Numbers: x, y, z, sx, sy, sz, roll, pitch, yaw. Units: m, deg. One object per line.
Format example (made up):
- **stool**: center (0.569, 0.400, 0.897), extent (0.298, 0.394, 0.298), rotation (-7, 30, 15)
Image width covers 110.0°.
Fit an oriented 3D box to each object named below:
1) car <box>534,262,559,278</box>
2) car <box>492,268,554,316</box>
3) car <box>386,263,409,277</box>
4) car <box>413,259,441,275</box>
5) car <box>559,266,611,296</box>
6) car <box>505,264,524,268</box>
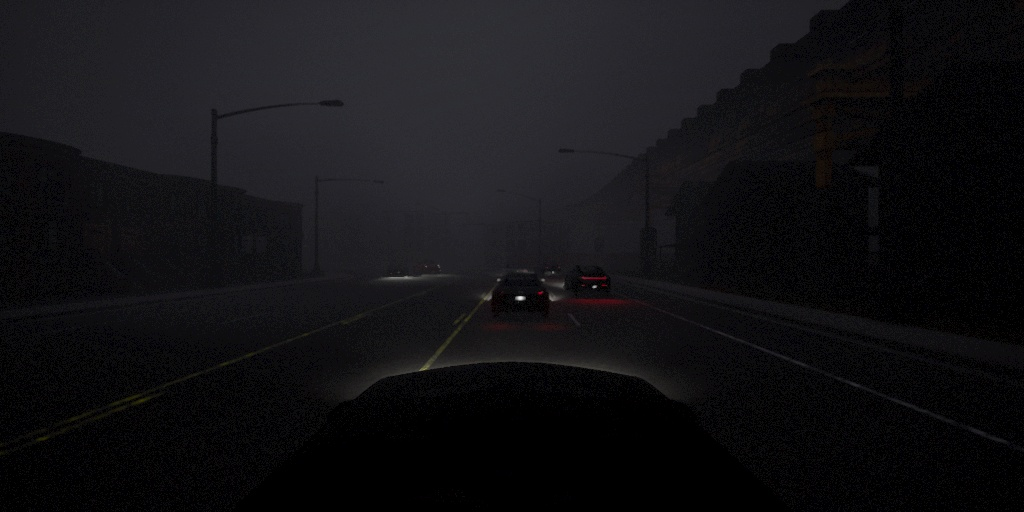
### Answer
- **car**: center (3.390, 1.289, 35.125), extent (2.128, 1.511, 4.902), rotation (0, 0, -9)
- **car**: center (0.333, 1.331, 13.570), extent (1.994, 1.385, 4.181), rotation (0, 0, 2)
- **car**: center (-11.530, 1.352, 36.048), extent (1.994, 1.385, 4.181), rotation (0, 0, -22)
- **car**: center (-9.624, 1.148, 40.570), extent (2.097, 1.767, 4.553), rotation (0, 0, -31)
- **car**: center (4.002, 1.268, 19.483), extent (2.128, 1.511, 4.902), rotation (0, 0, 2)
- **car**: center (0.145, 1.395, 33.880), extent (1.895, 1.301, 4.718), rotation (0, 0, -7)
